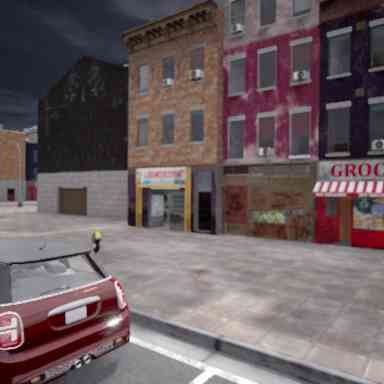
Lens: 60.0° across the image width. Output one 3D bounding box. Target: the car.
[{"bbox_3d":[-2.878,1.379,4.862,4.097,1.590,1.967,1,1,35],"label":"car"}]
